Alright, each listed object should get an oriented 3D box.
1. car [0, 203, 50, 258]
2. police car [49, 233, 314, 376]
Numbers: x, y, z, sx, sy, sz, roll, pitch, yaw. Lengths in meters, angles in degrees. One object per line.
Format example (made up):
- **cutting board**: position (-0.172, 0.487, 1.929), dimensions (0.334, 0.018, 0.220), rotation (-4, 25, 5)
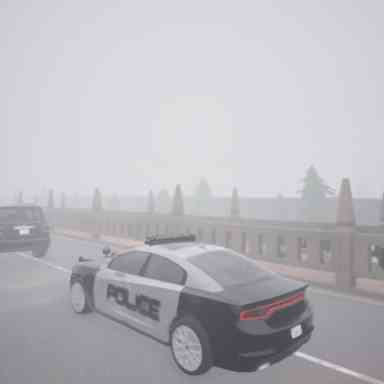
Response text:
- **car**: position (-7.529, 1.452, 13.066), dimensions (5.566, 2.045, 2.150), rotation (-1, -2, 45)
- **police car**: position (-0.504, 1.582, 6.061), dimensions (5.238, 1.638, 1.930), rotation (-1, -2, 45)
